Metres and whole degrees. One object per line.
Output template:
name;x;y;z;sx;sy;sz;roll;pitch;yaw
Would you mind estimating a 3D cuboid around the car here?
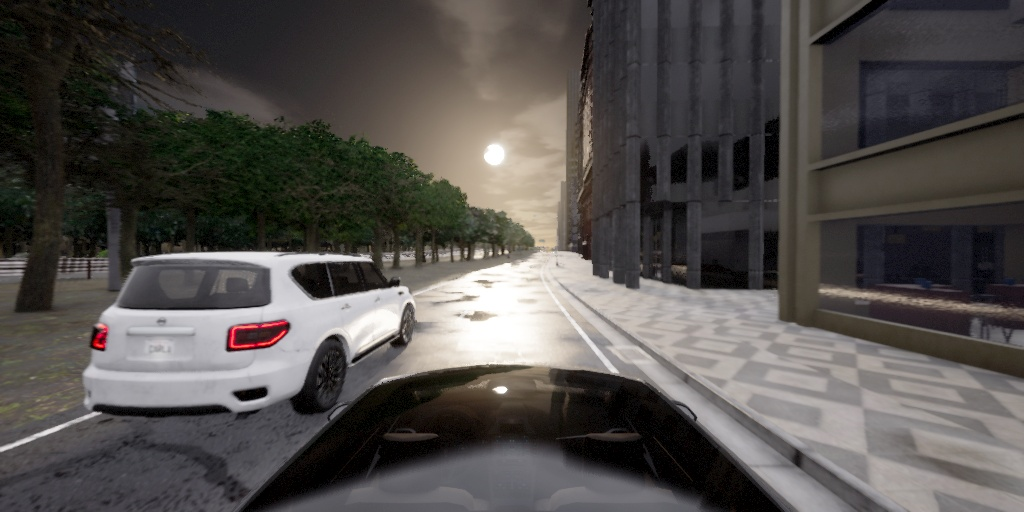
car;-3.357;0.964;6.128;2.150;2.045;5.566;0;0;1
